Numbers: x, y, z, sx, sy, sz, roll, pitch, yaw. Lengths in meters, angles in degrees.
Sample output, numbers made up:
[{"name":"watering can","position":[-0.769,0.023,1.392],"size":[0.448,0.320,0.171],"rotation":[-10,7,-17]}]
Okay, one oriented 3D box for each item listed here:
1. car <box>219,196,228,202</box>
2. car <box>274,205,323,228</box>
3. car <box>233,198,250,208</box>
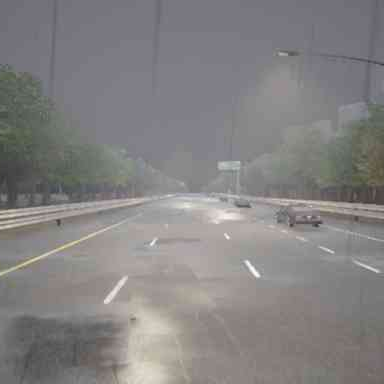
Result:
[{"name":"car","position":[7.376,1.586,78.866],"size":[1.812,1.442,4.674],"rotation":[0,0,1]},{"name":"car","position":[7.038,1.563,22.449],"size":[2.033,1.411,5.357],"rotation":[0,0,0]},{"name":"car","position":[7.149,1.608,48.009],"size":[1.994,1.385,4.181],"rotation":[0,0,0]}]
